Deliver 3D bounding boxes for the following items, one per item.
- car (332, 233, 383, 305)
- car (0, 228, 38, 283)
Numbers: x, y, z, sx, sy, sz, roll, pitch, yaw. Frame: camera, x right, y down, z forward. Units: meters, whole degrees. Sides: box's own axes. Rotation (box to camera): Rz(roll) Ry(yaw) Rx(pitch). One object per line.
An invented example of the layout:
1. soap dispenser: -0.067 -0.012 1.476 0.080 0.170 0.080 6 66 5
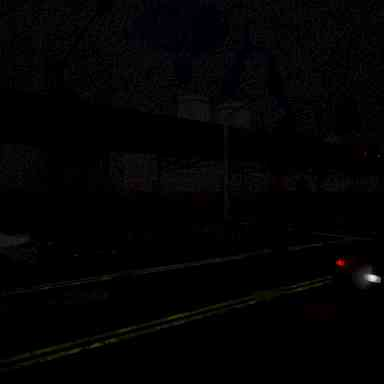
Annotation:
1. car: 4.967 1.564 7.317 4.181 1.385 1.994 0 0 -35
2. car: -6.318 1.526 8.083 4.674 1.442 1.812 0 0 -36
